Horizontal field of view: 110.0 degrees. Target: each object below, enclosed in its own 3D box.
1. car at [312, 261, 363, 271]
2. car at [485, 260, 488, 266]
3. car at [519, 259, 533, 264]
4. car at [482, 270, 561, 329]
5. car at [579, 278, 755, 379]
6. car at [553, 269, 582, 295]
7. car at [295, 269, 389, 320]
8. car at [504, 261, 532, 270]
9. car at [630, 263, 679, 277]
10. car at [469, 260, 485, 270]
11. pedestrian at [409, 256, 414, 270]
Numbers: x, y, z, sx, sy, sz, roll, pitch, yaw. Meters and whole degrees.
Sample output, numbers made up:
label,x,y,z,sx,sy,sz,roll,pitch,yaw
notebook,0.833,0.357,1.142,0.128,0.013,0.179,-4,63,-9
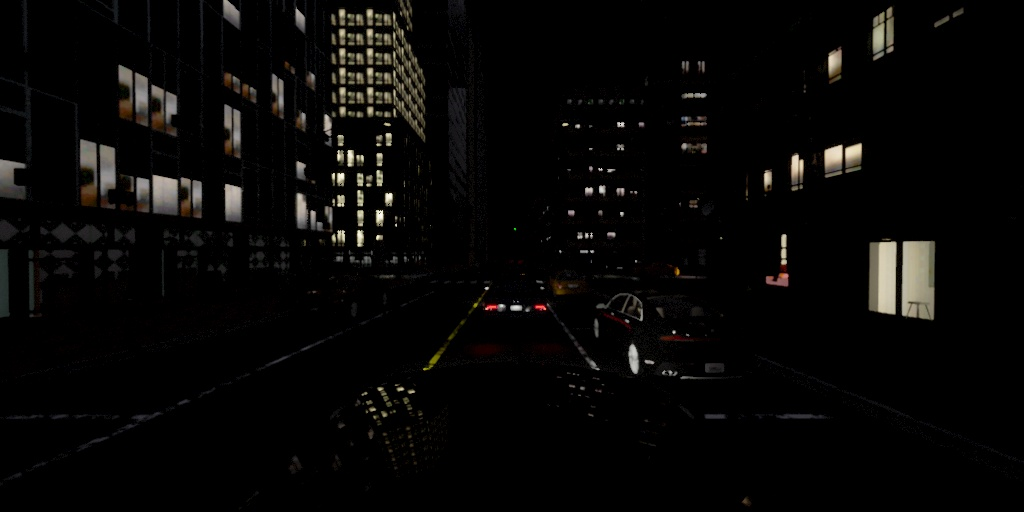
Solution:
label,x,y,z,sx,sy,sz,roll,pitch,yaw
car,-17.624,1.253,36.224,5.008,1.535,1.882,0,1,-1
car,-5.765,1.556,62.026,1.948,1.339,4.313,0,0,0
car,2.616,1.540,62.037,2.007,1.370,4.403,0,0,0
car,0.088,1.335,11.358,2.033,1.411,5.357,0,0,0
car,2.811,1.321,7.139,2.007,1.370,4.403,0,0,0
car,2.798,1.340,18.598,1.751,1.417,4.829,0,0,0
car,-5.836,1.338,12.831,1.888,1.381,4.507,0,0,0
car,0.258,1.346,24.912,1.837,1.490,4.892,0,0,4
car,15.476,1.491,38.997,5.008,1.535,1.882,0,1,1
car,-5.757,1.492,56.202,1.751,1.417,4.829,0,0,0
pedestrian,-12.601,0.851,44.887,0.375,1.860,0.375,0,0,1
